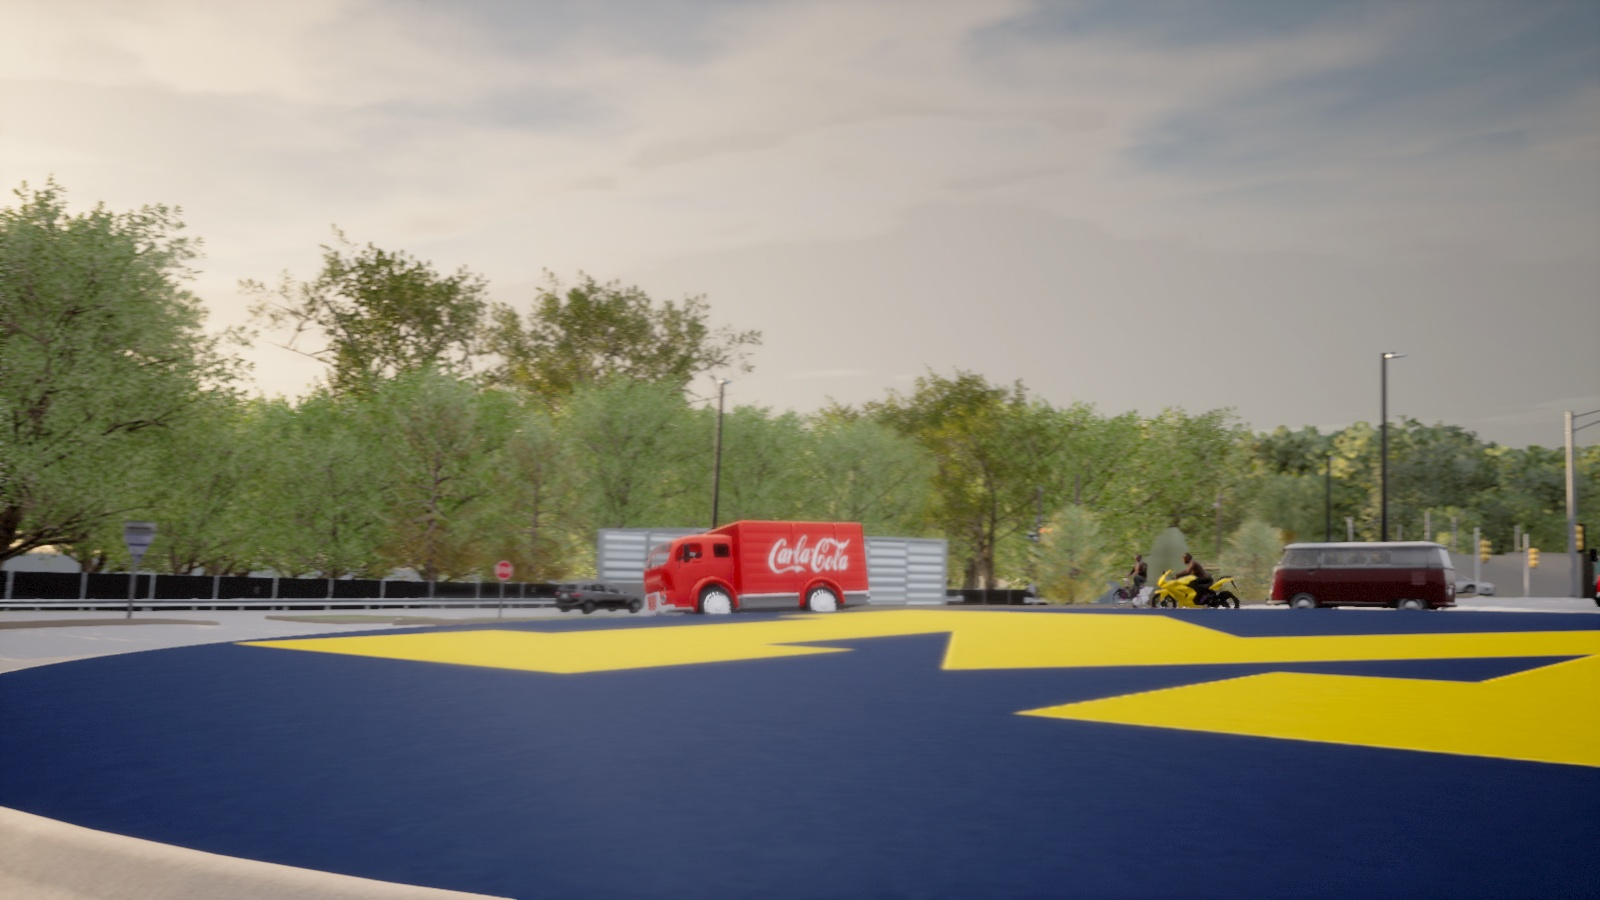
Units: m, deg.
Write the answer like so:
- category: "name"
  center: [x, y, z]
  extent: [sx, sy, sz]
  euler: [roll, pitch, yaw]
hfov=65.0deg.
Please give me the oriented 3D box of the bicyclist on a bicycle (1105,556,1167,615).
- category: "bicyclist on a bicycle"
  center: [10.396, 4.186, 38.857]
  extent: [1.843, 1.776, 0.659]
  euler: [2, -5, -27]

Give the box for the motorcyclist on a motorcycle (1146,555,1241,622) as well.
- category: "motorcyclist on a motorcycle"
  center: [9.292, 3.264, 29.633]
  extent: [2.044, 1.523, 0.797]
  euler: [-2, -7, 22]

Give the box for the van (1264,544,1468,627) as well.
- category: "van"
  center: [14.469, 3.483, 32.238]
  extent: [4.442, 1.987, 1.775]
  euler: [-4, -9, 37]

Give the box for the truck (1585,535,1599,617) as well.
- category: "truck"
  center: [26.967, 3.973, 40.009]
  extent: [2.627, 2.467, 5.204]
  euler: [-1, -3, 39]

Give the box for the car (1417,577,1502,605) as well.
- category: "car"
  center: [37.970, 8.125, 72.307]
  extent: [1.970, 1.475, 3.806]
  euler: [8, -12, -43]

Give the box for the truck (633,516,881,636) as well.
- category: "truck"
  center: [-1.040, 3.039, 30.071]
  extent: [5.204, 2.467, 2.627]
  euler: [3, -13, -28]

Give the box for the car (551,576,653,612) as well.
- category: "car"
  center: [-10.111, 7.389, 64.340]
  extent: [2.242, 1.667, 4.611]
  euler: [-3, -7, 45]
